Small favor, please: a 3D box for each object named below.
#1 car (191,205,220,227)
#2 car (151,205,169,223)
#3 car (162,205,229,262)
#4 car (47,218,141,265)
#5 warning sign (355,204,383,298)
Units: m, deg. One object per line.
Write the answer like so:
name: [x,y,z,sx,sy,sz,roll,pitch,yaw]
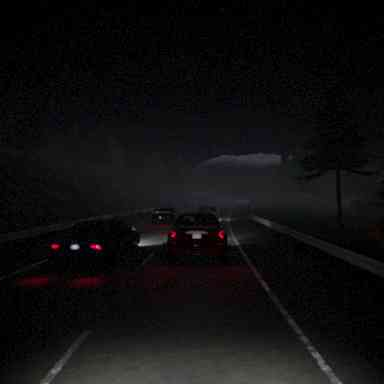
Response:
car: [1.199,1.834,26.745,2.033,1.411,5.357,0,-1,6]
car: [-2.178,1.792,28.023,2.128,1.511,4.902,0,0,6]
car: [0.273,1.490,12.953,2.097,1.767,4.553,0,-1,3]
car: [-3.284,1.679,12.194,2.033,1.411,5.357,0,-1,3]
warning sign: [4.429,1.193,7.191,1.300,1.860,1.060,0,-1,1]
